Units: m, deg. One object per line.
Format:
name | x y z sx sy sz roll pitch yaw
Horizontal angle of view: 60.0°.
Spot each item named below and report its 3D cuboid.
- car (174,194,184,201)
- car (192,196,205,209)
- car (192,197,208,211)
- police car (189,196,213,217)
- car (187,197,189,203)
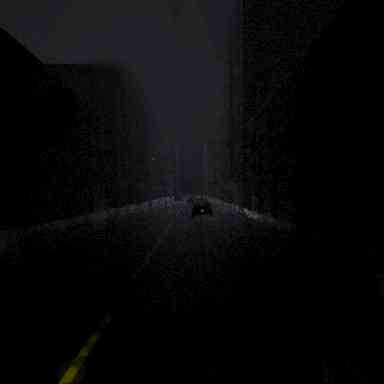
car | -3.001 1.216 75.939 2.097 1.767 4.553 0 0 0
car | 0.900 1.439 47.464 1.801 1.575 5.366 0 0 0
car | 0.900 1.465 41.273 1.882 1.535 5.008 0 0 0
police car | 0.900 1.416 31.384 1.930 1.638 5.238 0 0 0
car | 0.000 1.549 67.648 1.994 1.385 4.181 0 0 0
